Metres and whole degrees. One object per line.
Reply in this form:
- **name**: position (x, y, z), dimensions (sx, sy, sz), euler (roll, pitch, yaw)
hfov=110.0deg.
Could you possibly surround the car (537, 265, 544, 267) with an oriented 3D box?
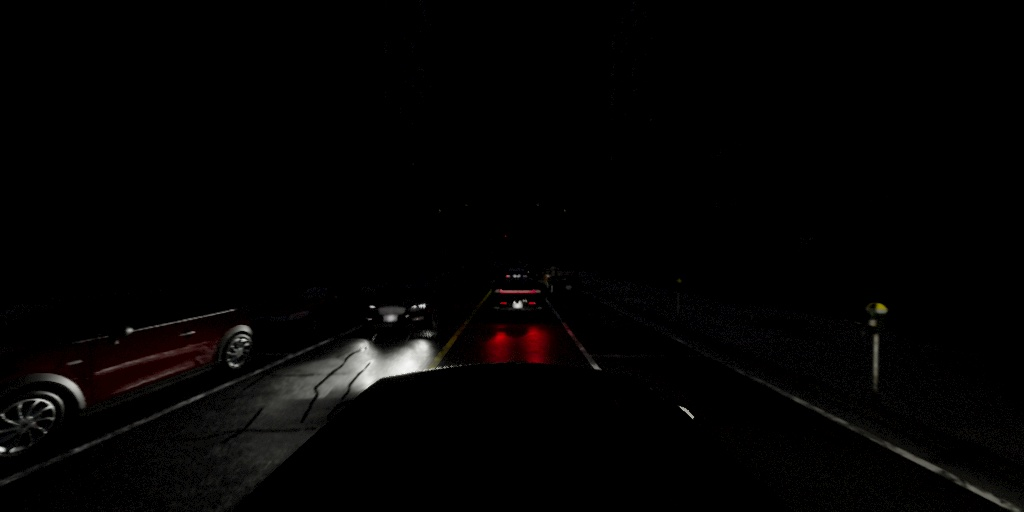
- **car**: position (3.117, 1.469, 27.153), dimensions (1.751, 1.417, 4.829), euler (0, 0, 1)

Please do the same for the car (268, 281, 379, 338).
- **car**: position (-5.598, 1.390, 10.313), dimensions (1.802, 1.307, 4.207), euler (0, 0, 1)

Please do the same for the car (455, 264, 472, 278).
- **car**: position (-5.313, 1.557, 38.240), dimensions (1.888, 1.381, 4.507), euler (0, 0, 1)

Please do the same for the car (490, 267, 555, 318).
- **car**: position (0.204, 1.332, 13.498), dimensions (2.128, 1.511, 4.902), euler (0, 0, 1)

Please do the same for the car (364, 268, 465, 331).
- **car**: position (-3.016, 1.312, 11.428), dimensions (2.128, 1.511, 4.902), euler (0, 0, 1)

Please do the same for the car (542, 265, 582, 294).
- **car**: position (3.057, 1.453, 21.397), dimensions (2.007, 1.370, 4.403), euler (0, 0, 1)

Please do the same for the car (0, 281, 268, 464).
- **car**: position (-5.655, 1.205, 4.727), dimensions (1.967, 1.591, 4.097), euler (0, 0, 1)
